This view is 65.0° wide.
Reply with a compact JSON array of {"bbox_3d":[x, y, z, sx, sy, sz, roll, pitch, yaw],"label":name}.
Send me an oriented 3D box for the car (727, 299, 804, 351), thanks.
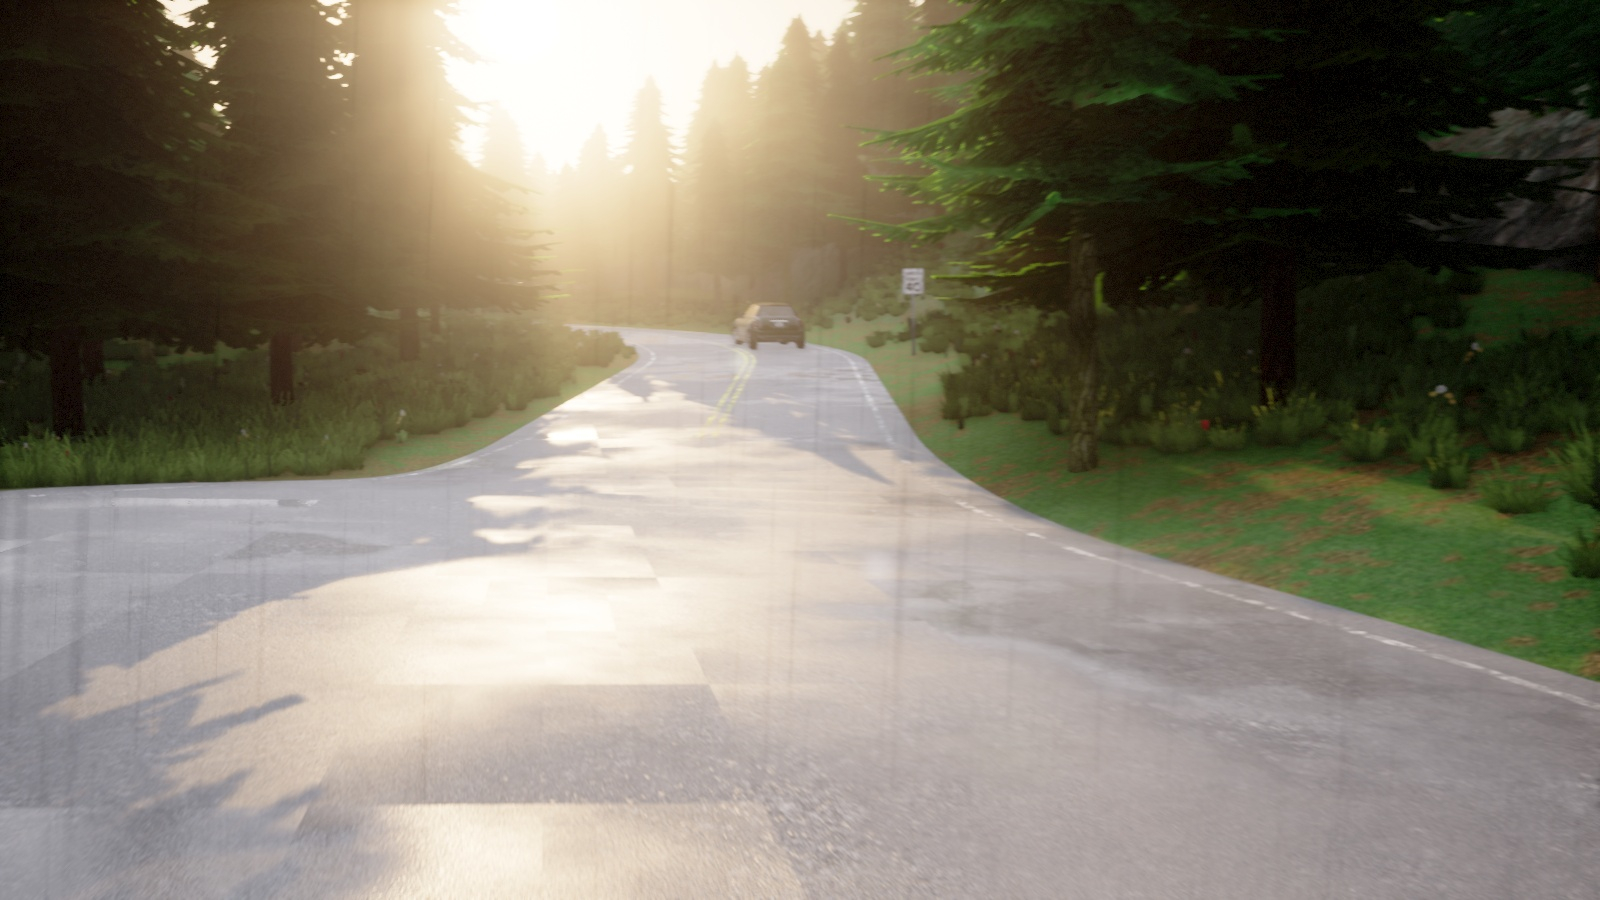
[{"bbox_3d":[-1.383,-4.827,48.057,2.097,1.767,4.553,-2,8,-12],"label":"car"}]
